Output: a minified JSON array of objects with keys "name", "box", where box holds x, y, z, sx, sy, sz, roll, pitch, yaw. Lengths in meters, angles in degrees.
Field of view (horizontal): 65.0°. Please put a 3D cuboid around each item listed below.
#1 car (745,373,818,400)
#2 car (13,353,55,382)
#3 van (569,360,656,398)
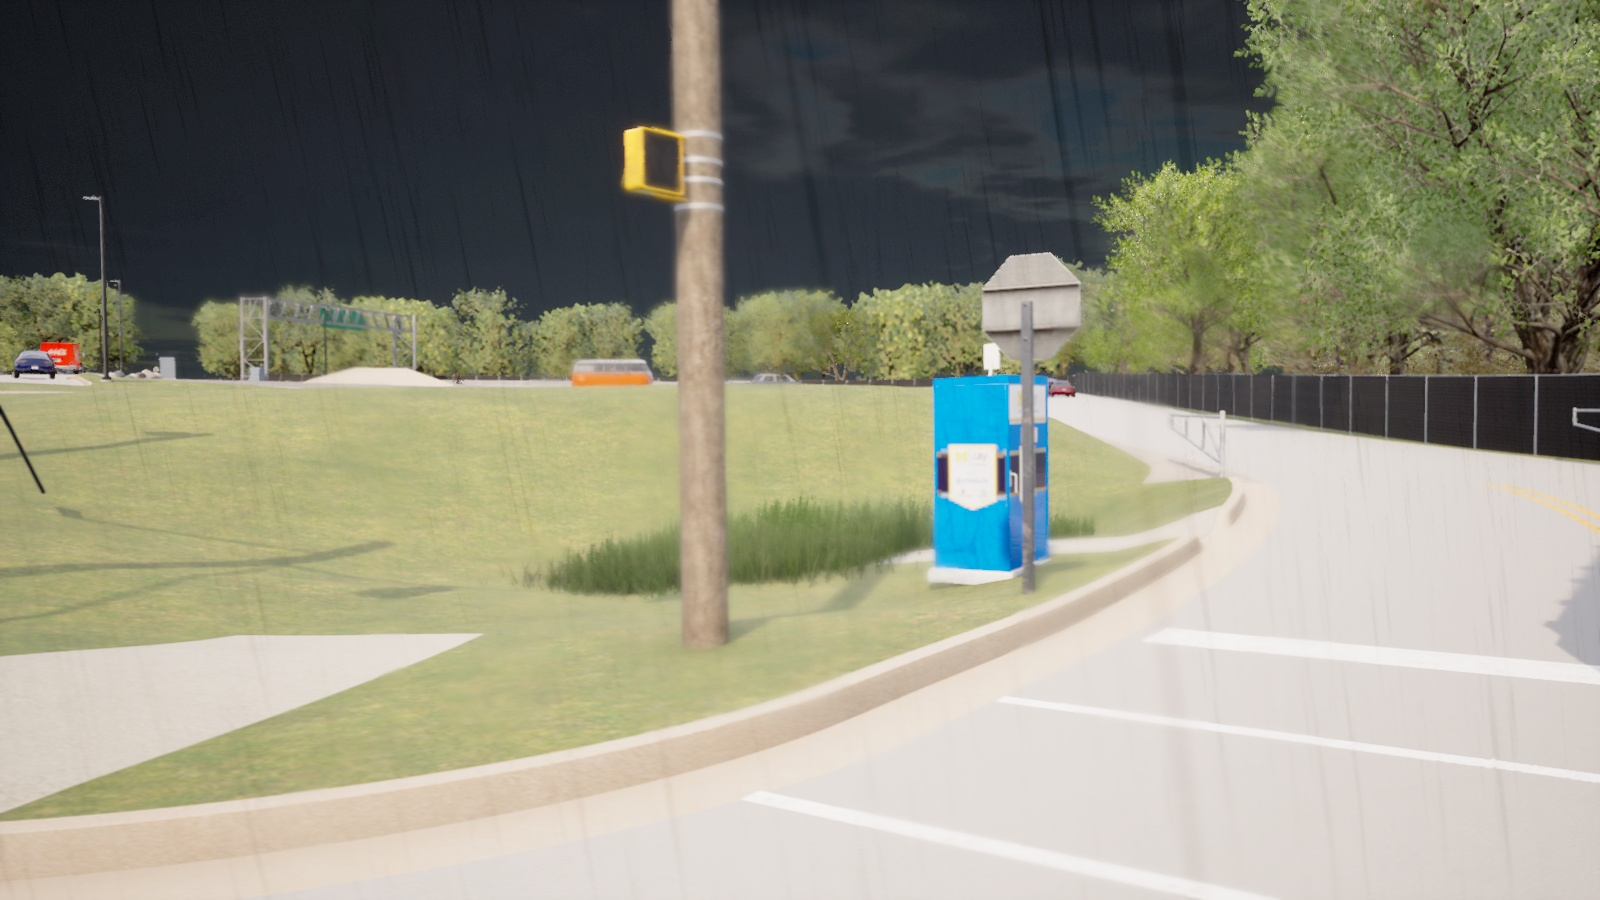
[{"name":"car","box":[-1.090,-3.764,73.829,3.806,1.475,1.970,0,4,-21]},{"name":"car","box":[-40.430,-4.330,66.302,1.812,1.442,4.674,1,2,-31]},{"name":"van","box":[-10.105,-3.839,67.886,4.442,1.987,1.775,0,5,-2]}]
